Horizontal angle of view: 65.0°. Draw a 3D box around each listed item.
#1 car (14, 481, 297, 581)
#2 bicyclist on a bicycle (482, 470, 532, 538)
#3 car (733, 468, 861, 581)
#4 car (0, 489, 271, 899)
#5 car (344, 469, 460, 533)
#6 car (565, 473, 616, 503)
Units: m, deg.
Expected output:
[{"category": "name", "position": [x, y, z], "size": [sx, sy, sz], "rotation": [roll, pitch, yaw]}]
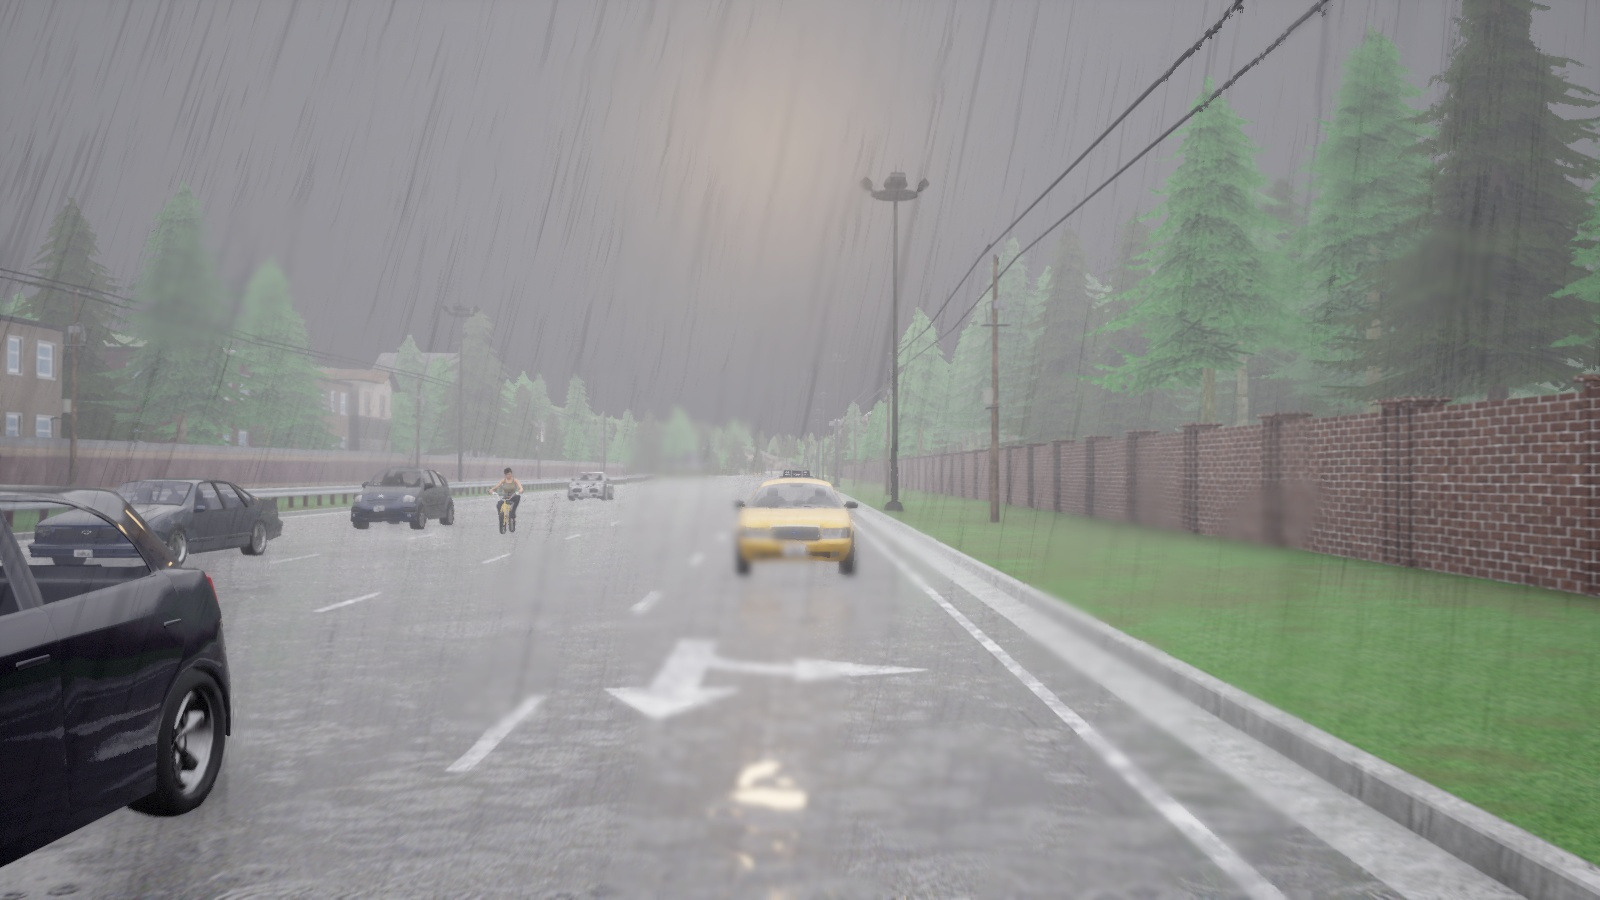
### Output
[{"category": "car", "position": [-10.551, 1.259, 21.154], "size": [2.033, 1.411, 5.357], "rotation": [0, -1, 0]}, {"category": "bicyclist on a bicycle", "position": [-7.073, 1.289, 30.414], "size": [0.866, 1.612, 1.509], "rotation": [0, -1, 0]}, {"category": "car", "position": [-0.049, 1.095, 20.348], "size": [1.801, 1.575, 5.366], "rotation": [0, -1, 0]}, {"category": "car", "position": [-3.511, 0.915, 4.324], "size": [1.845, 1.501, 3.633], "rotation": [0, -1, 0]}, {"category": "car", "position": [-10.581, 1.319, 33.687], "size": [1.851, 1.617, 3.988], "rotation": [0, -1, 0]}, {"category": "car", "position": [-10.656, 1.894, 64.030], "size": [1.970, 1.475, 3.806], "rotation": [0, -1, 0]}]
